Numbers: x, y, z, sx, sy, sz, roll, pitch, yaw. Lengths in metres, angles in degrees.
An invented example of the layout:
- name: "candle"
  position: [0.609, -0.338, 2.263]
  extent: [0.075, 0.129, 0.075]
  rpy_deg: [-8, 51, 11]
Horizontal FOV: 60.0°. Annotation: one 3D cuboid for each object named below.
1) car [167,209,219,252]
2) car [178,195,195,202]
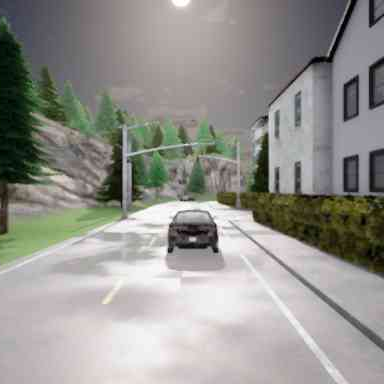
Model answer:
- name: "car"
  position: [0.051, 1.449, 13.716]
  extent: [1.882, 1.535, 5.008]
  rpy_deg: [0, 0, 1]
- name: "car"
  position: [-0.997, 1.397, 69.066]
  extent: [2.033, 1.411, 5.357]
  rpy_deg: [0, 0, 21]
